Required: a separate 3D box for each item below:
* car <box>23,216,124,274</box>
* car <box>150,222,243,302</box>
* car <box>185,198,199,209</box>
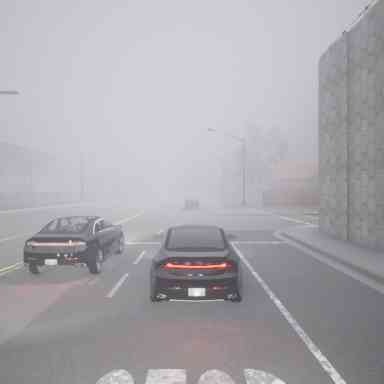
[{"bbox_3d":[-3.430,1.492,10.509,2.128,1.511,4.902,0,0,0],"label":"car"},{"bbox_3d":[0.078,1.505,8.241,1.837,1.490,4.892,0,0,0],"label":"car"},{"bbox_3d":[-0.026,1.491,44.224,2.128,1.511,4.902,0,0,0],"label":"car"}]
